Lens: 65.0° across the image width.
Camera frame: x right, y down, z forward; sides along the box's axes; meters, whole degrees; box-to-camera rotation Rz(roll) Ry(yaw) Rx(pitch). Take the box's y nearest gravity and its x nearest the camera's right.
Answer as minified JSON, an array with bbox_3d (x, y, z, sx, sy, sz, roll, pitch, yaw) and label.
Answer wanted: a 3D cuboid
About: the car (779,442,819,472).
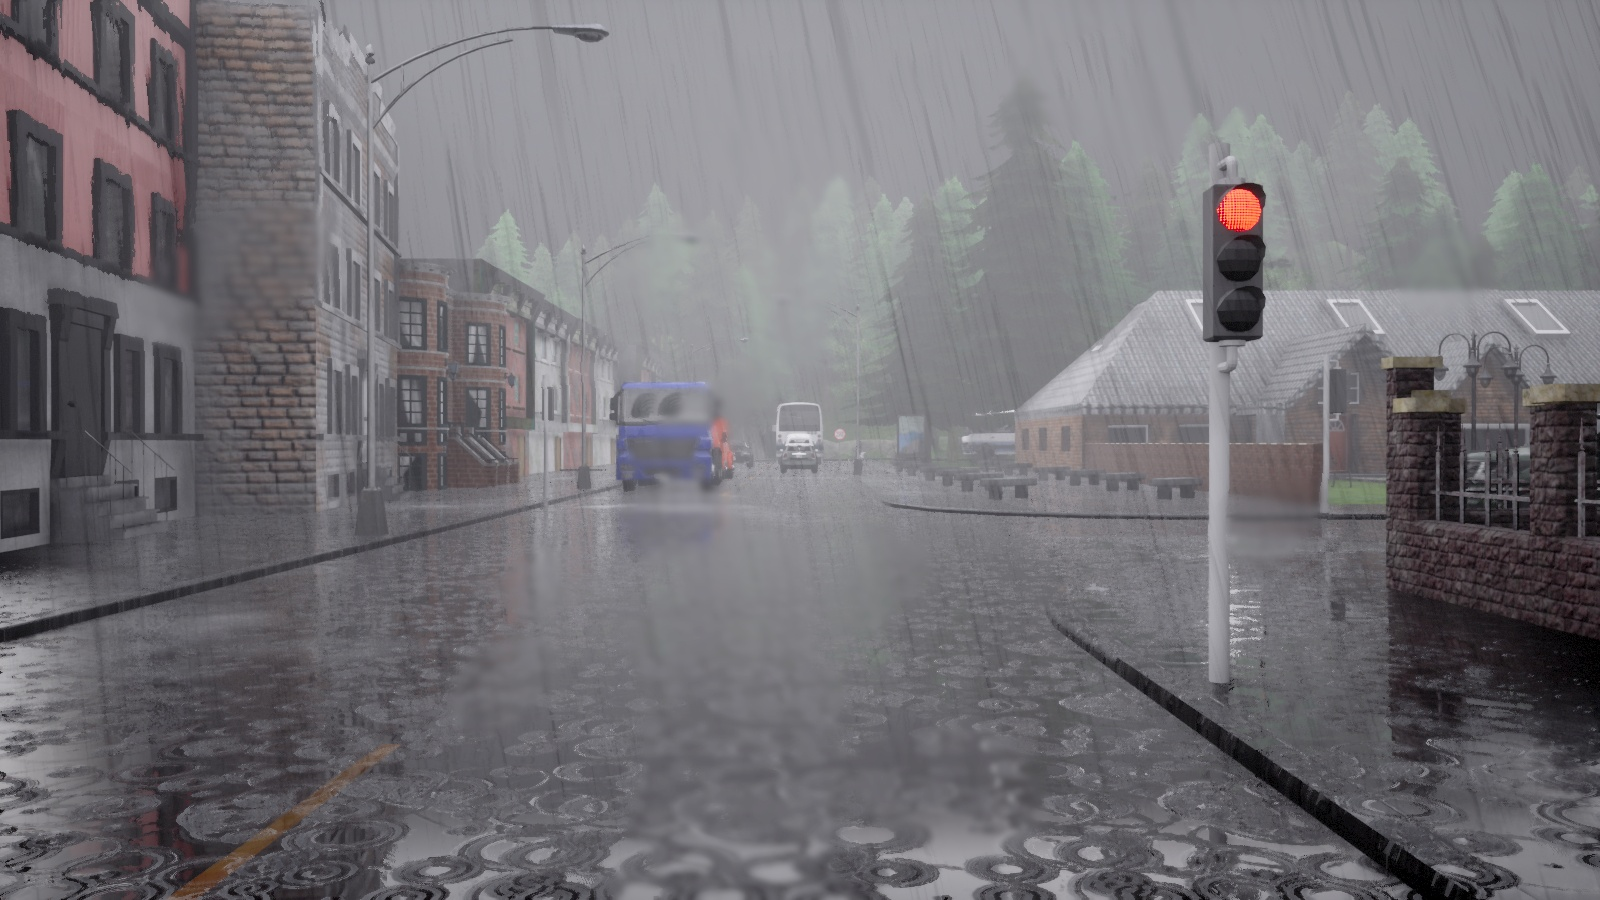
[{"bbox_3d":[-0.045,0.350,64.163,1.970,1.475,3.806,0,0,0],"label":"car"}]

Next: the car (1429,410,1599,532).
[{"bbox_3d":[14.459,0.352,22.219,5.566,2.045,2.150,0,0,2],"label":"car"}]

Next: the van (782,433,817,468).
[{"bbox_3d":[-0.036,0.044,75.495,2.069,2.038,4.480,0,0,0],"label":"van"}]

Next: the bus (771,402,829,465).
[{"bbox_3d":[-0.020,-1.142,90.808,3.944,4.253,10.273,0,0,0],"label":"bus"}]

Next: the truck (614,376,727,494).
[{"bbox_3d":[-4.047,-0.470,41.022,2.891,3.462,7.936,0,0,0],"label":"truck"}]

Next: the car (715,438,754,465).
[{"bbox_3d":[-4.035,0.079,78.426,2.152,1.651,5.027,0,0,0],"label":"car"}]

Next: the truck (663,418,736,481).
[{"bbox_3d":[-4.061,-0.036,51.564,2.627,2.467,5.204,0,0,0],"label":"truck"}]
